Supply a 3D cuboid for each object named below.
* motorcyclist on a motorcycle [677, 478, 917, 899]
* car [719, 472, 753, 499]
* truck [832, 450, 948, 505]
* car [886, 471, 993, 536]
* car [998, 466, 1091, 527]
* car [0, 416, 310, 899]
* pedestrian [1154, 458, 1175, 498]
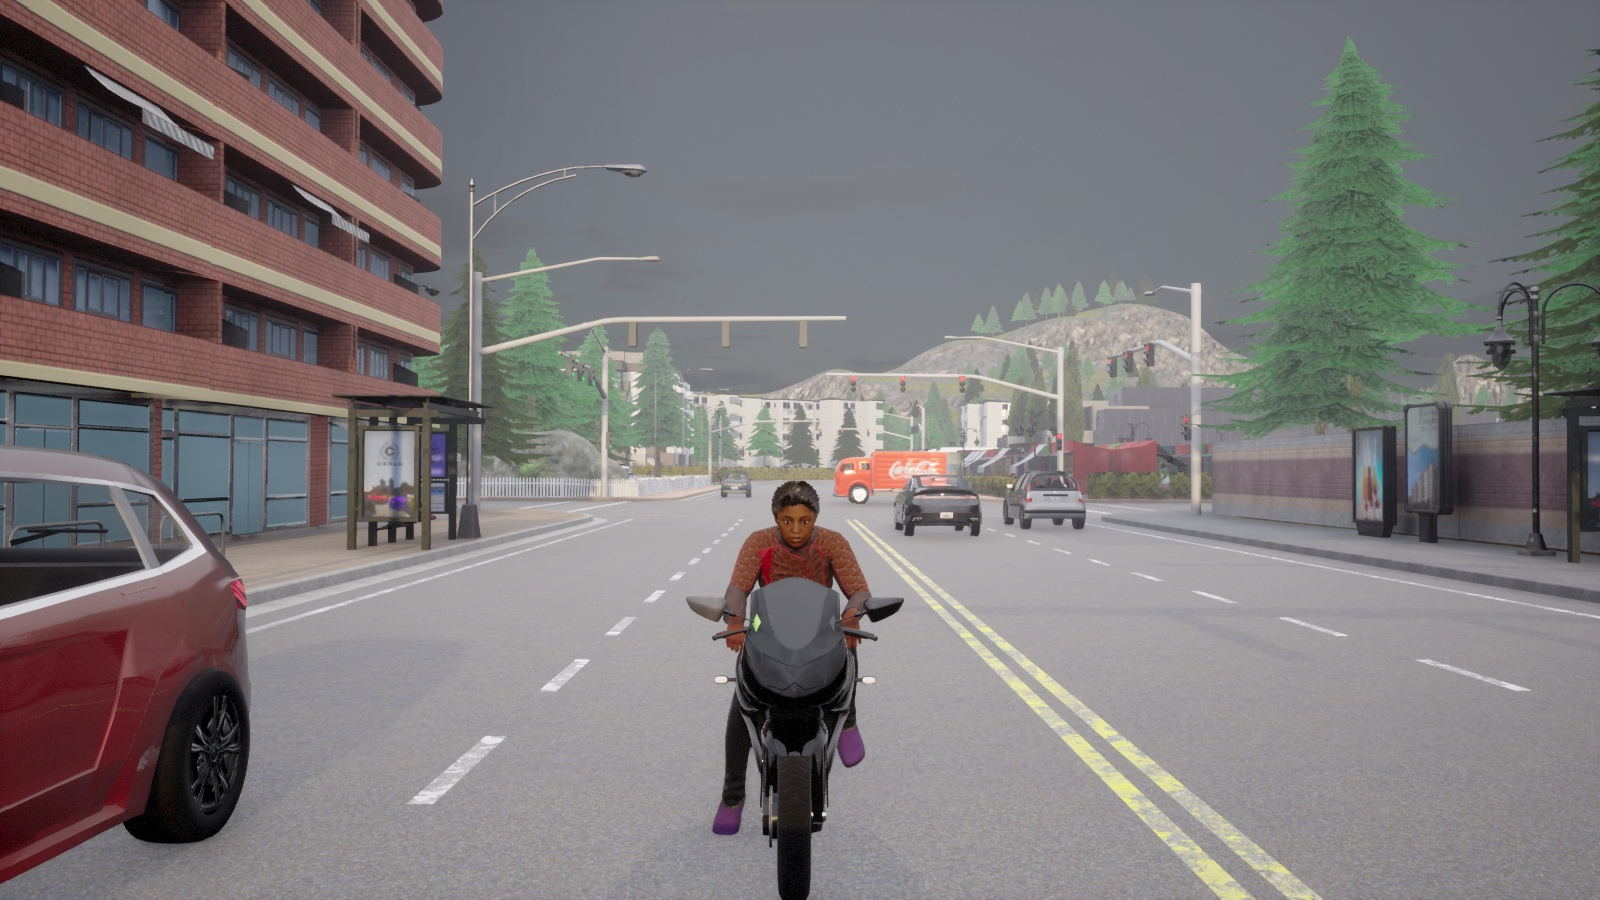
[{"bbox_3d":[-0.013,0.884,5.210,0.797,1.523,2.044,0,-1,0],"label":"motorcyclist on a motorcycle"},{"bbox_3d":[-3.677,2.031,73.018,1.789,1.549,3.705,0,-1,0],"label":"car"},{"bbox_3d":[4.141,1.276,58.713,5.204,2.467,2.627,0,-1,-1],"label":"truck"},{"bbox_3d":[3.423,1.288,31.691,2.128,1.511,4.902,0,-1,0],"label":"car"},{"bbox_3d":[6.913,1.286,35.846,1.851,1.617,3.988,0,-1,0],"label":"car"},{"bbox_3d":[-3.511,0.737,3.845,2.242,1.667,4.611,0,-1,0],"label":"car"},{"bbox_3d":[18.100,1.386,62.393,0.873,1.952,0.659,0,-1,3],"label":"pedestrian"}]
